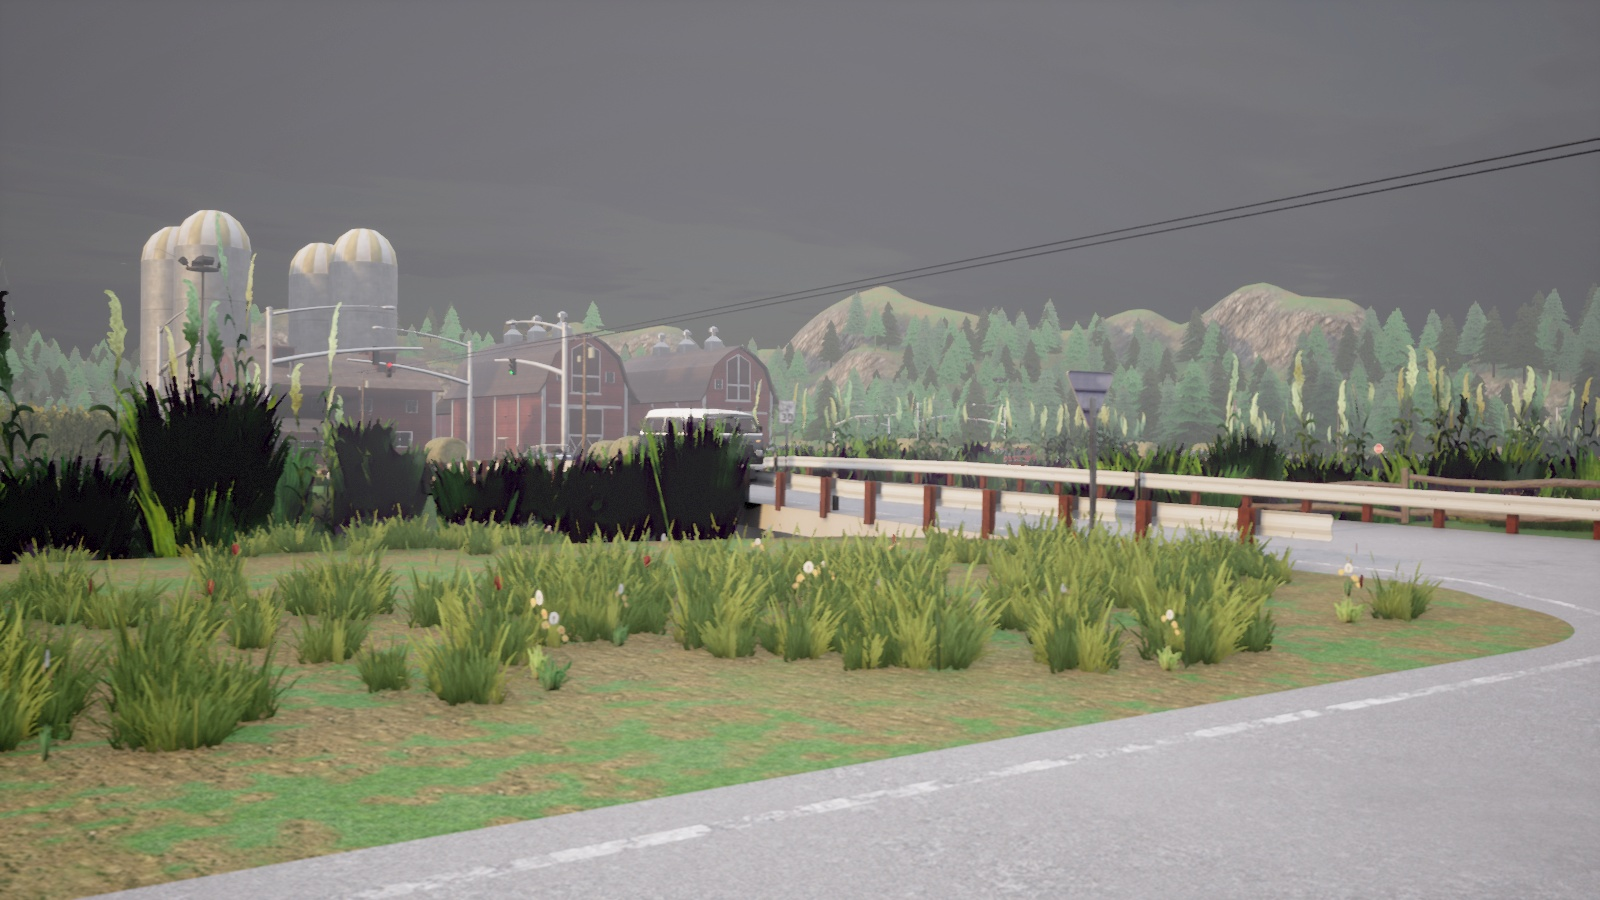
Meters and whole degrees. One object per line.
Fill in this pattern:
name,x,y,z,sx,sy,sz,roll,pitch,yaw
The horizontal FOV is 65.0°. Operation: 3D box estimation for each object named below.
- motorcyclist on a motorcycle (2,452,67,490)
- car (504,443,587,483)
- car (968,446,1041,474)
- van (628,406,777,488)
motorcyclist on a motorcycle,-33.718,0.909,55.336,2.350,1.649,0.766,0,0,-41
car,-10.458,0.549,51.508,1.970,1.475,3.806,0,-3,-35
car,15.270,0.759,93.601,5.566,2.045,2.150,0,0,-38
van,-2.692,-0.098,33.607,2.069,2.038,4.480,0,1,-33
